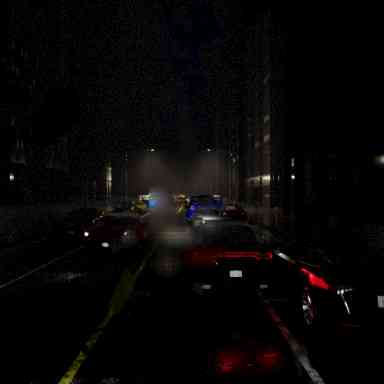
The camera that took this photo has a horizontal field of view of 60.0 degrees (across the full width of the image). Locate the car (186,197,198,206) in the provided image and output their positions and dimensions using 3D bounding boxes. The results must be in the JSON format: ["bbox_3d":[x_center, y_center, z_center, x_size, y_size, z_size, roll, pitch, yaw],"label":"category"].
[{"bbox_3d":[0.007,1.594,57.608,1.895,1.301,4.718,0,0,0],"label":"car"}]

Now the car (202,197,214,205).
[{"bbox_3d":[2.767,1.575,57.483,1.802,1.307,4.206,0,0,0],"label":"car"}]

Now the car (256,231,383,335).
[{"bbox_3d":[2.757,1.565,6.716,1.947,1.339,4.313,0,0,0],"label":"car"}]

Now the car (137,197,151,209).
[{"bbox_3d":[-5.763,1.521,34.747,1.752,1.417,4.829,0,0,0],"label":"car"}]

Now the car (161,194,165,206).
[{"bbox_3d":[-5.760,1.434,51.839,1.967,1.590,4.097,0,0,0],"label":"car"}]

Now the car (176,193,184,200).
[{"bbox_3d":[-2.986,1.336,93.397,2.097,1.767,4.553,0,0,0],"label":"car"}]

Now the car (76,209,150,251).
[{"bbox_3d":[-3.101,1.599,14.173,1.895,1.301,4.718,0,0,0],"label":"car"}]

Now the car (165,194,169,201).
[{"bbox_3d":[-5.760,1.308,57.480,2.192,1.841,5.009,0,0,0],"label":"car"}]

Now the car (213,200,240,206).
[{"bbox_3d":[2.760,1.542,23.638,1.887,1.381,4.507,0,0,0],"label":"car"}]

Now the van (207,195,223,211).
[{"bbox_3d":[2.763,1.336,40.560,1.690,1.788,3.998,0,0,0],"label":"van"}]

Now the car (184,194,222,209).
[{"bbox_3d":[0.702,1.219,25.109,2.150,2.045,5.566,0,0,-1],"label":"car"}]

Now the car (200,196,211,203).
[{"bbox_3d":[2.769,1.556,68.764,1.947,1.339,4.313,0,0,0],"label":"car"}]

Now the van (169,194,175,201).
[{"bbox_3d":[-5.755,1.329,80.044,1.690,1.788,3.998,0,0,0],"label":"van"}]

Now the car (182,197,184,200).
[{"bbox_3d":[0.028,1.595,45.017,1.895,1.301,4.718,0,0,0],"label":"car"}]

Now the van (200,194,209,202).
[{"bbox_3d":[2.769,1.330,74.405,1.690,1.788,3.998,0,0,0],"label":"van"}]

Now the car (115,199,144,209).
[{"bbox_3d":[-5.764,1.547,29.276,2.008,1.369,4.403,0,0,0],"label":"car"}]

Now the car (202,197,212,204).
[{"bbox_3d":[2.768,1.574,63.123,1.802,1.307,4.206,0,0,0],"label":"car"}]

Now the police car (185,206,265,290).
[{"bbox_3d":[0.841,1.424,9.202,1.930,1.638,5.238,0,0,-1],"label":"police car"}]

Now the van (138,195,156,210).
[{"bbox_3d":[-5.763,1.336,40.557,1.690,1.788,3.998,0,0,0],"label":"van"}]

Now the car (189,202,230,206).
[{"bbox_3d":[0.900,1.524,19.102,1.812,1.442,4.674,0,0,0],"label":"car"}]

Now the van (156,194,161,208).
[{"bbox_3d":[-5.762,1.336,46.198,1.690,1.788,3.998,0,0,0],"label":"van"}]

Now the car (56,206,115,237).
[{"bbox_3d":[-5.766,1.564,17.995,1.947,1.339,4.313,0,0,0],"label":"car"}]
